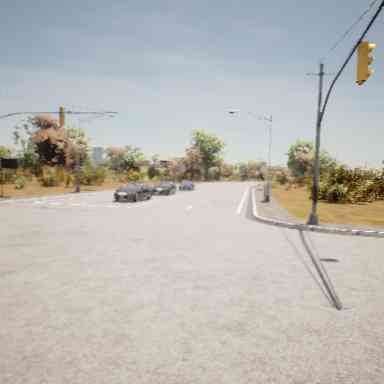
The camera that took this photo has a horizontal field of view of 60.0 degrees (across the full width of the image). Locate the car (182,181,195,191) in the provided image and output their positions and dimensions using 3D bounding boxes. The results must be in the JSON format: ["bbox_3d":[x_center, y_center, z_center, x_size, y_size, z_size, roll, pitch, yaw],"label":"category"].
[{"bbox_3d":[-0.696,-0.954,50.090,1.812,1.442,4.674,2,3,11],"label":"car"}]

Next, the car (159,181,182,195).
[{"bbox_3d":[-3.012,-0.459,37.579,2.128,1.511,4.902,2,3,10],"label":"car"}]

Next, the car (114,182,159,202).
[{"bbox_3d":[-4.761,-0.037,27.666,2.128,1.511,4.902,3,3,13],"label":"car"}]
